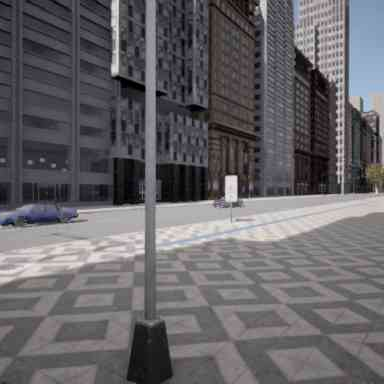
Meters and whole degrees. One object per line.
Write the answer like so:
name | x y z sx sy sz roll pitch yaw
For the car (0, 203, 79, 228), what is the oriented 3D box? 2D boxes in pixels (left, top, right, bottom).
car | -10.129 1.437 21.819 2.033 1.411 5.357 0 1 36

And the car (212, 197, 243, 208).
car | 4.592 1.277 42.163 2.033 1.411 5.357 0 0 36
